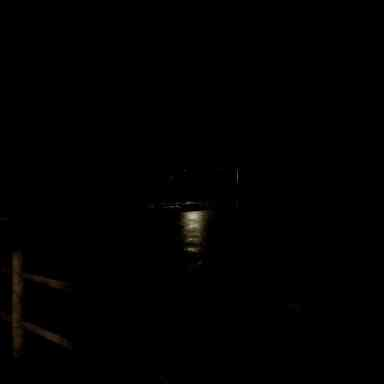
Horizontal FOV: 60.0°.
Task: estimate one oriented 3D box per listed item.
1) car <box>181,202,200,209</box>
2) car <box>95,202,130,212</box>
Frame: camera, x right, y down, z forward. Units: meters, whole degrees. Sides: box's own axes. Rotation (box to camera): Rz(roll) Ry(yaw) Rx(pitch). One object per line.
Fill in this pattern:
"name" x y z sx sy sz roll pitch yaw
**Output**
"car" -0.254 2.609 63.749 1.994 1.385 4.181 0 -1 36
"car" -11.382 2.180 48.314 2.033 1.411 5.357 0 -1 36
